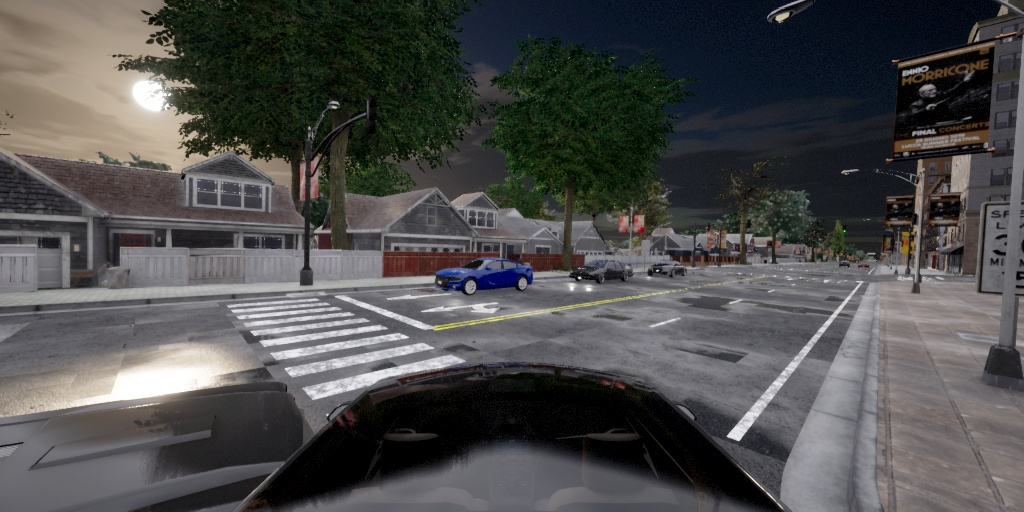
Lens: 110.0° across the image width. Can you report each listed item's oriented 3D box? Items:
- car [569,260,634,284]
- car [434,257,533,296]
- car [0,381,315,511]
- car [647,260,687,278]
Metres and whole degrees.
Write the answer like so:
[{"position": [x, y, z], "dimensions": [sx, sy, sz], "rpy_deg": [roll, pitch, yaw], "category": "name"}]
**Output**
[{"position": [5.986, 0.944, 23.378], "dimensions": [5.357, 1.411, 2.033], "rpy_deg": [0, 2, -44], "category": "car"}, {"position": [-1.159, 0.825, 16.437], "dimensions": [5.008, 1.535, 1.882], "rpy_deg": [0, 2, -44], "category": "car"}, {"position": [-3.308, 1.294, 1.244], "dimensions": [4.718, 1.301, 1.895], "rpy_deg": [1, 2, -34], "category": "car"}, {"position": [13.163, 1.014, 30.321], "dimensions": [4.181, 1.385, 1.994], "rpy_deg": [0, 2, -45], "category": "car"}]
